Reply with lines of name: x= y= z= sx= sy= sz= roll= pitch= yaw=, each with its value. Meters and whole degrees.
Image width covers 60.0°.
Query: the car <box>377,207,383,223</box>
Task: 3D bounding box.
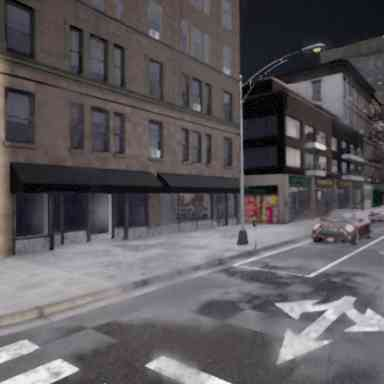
car: x=14.361 y=1.770 z=24.726 sx=1.802 sy=1.307 sz=4.206 roll=-1 pitch=-1 yaw=39

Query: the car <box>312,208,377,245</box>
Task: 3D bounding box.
car: x=7.368 y=1.589 z=16.208 sx=1.967 sy=1.590 sz=4.097 roll=-1 pitch=-1 yaw=39
